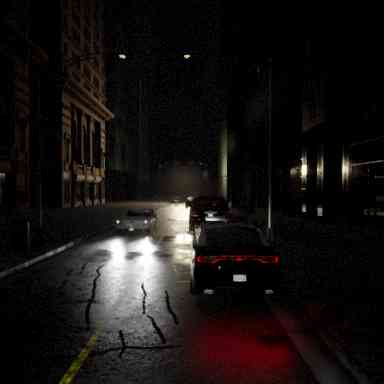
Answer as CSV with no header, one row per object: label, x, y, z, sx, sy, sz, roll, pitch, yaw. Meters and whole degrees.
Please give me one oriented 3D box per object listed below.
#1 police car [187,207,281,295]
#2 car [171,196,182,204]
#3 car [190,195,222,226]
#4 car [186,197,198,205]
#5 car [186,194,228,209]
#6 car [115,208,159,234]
police car,0.906,1.425,8.876,1.930,1.638,5.238,0,0,0
car,-2.938,1.494,63.964,1.882,1.535,5.008,0,0,0
car,0.923,1.234,24.797,2.150,2.045,5.566,0,0,0
car,0.058,1.564,59.869,2.033,1.411,5.357,0,0,0
car,0.917,1.230,18.796,2.150,2.045,5.566,0,0,0
car,-3.083,1.606,19.209,1.895,1.301,4.718,0,0,0
